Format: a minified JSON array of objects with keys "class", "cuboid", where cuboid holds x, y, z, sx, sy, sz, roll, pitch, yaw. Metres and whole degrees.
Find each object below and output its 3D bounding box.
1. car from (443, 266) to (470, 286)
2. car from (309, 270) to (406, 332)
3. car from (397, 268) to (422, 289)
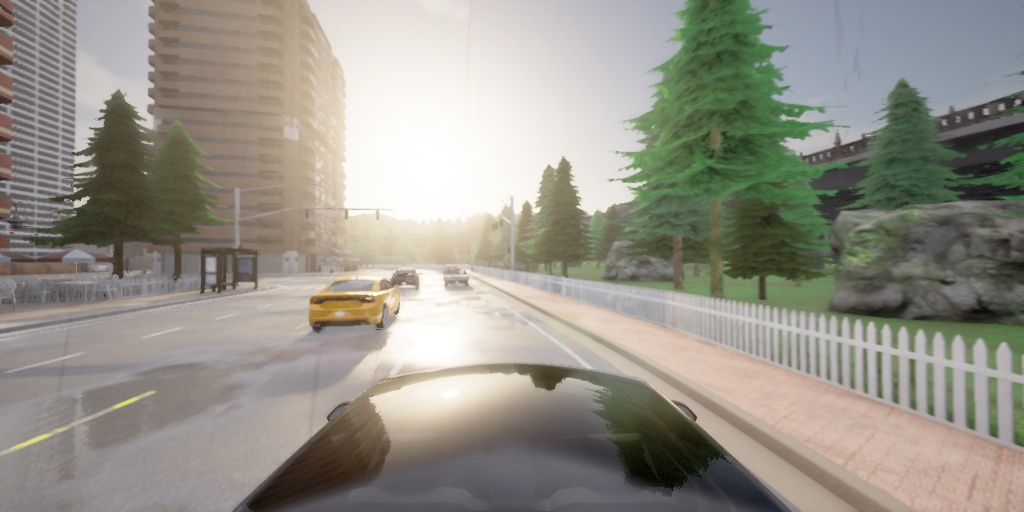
[{"class":"car","cuboid":[-4.577,1.734,29.329,1.895,1.301,4.718,0,-1,-11]},{"class":"car","cuboid":[-4.866,1.387,11.744,1.882,1.535,5.008,0,-1,-9]},{"class":"car","cuboid":[-7.740,1.620,26.368,1.837,1.490,4.892,0,-1,-13]}]
